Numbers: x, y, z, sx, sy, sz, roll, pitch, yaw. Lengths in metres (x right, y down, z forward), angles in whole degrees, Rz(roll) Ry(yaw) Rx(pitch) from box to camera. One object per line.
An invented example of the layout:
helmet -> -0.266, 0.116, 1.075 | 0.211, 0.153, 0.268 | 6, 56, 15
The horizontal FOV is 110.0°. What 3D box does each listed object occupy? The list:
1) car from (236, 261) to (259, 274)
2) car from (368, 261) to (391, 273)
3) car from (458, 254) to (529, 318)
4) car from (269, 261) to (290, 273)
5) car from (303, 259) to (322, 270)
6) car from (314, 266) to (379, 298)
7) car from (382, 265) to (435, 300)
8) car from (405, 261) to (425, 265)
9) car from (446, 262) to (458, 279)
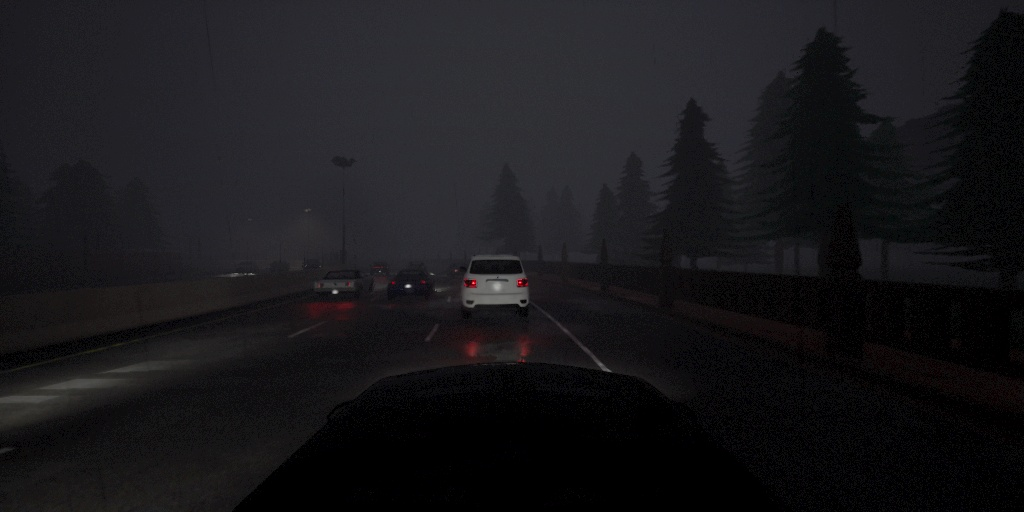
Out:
car -> -32.425, 1.376, 43.996 | 1.812, 1.442, 4.674 | 0, 0, -29
car -> -13.894, 1.289, 37.642 | 1.837, 1.490, 4.892 | 0, 0, -21
car -> -0.736, 0.969, 13.284 | 2.150, 2.045, 5.566 | 0, 0, -6
car -> -28.661, 1.327, 44.370 | 2.128, 1.511, 4.902 | 0, 0, -28
car -> -25.621, 1.176, 46.125 | 2.097, 1.767, 4.553 | 0, 0, -28
car -> -8.615, 1.375, 18.864 | 1.895, 1.301, 4.718 | 0, 0, -10
car -> -4.982, 1.325, 18.080 | 1.994, 1.385, 4.181 | 0, 0, -9
car -> -9.985, 1.261, 37.174 | 2.128, 1.511, 4.902 | 0, 0, -19
car -> -4.969, 1.300, 33.422 | 2.033, 1.411, 5.357 | 0, 0, -17
